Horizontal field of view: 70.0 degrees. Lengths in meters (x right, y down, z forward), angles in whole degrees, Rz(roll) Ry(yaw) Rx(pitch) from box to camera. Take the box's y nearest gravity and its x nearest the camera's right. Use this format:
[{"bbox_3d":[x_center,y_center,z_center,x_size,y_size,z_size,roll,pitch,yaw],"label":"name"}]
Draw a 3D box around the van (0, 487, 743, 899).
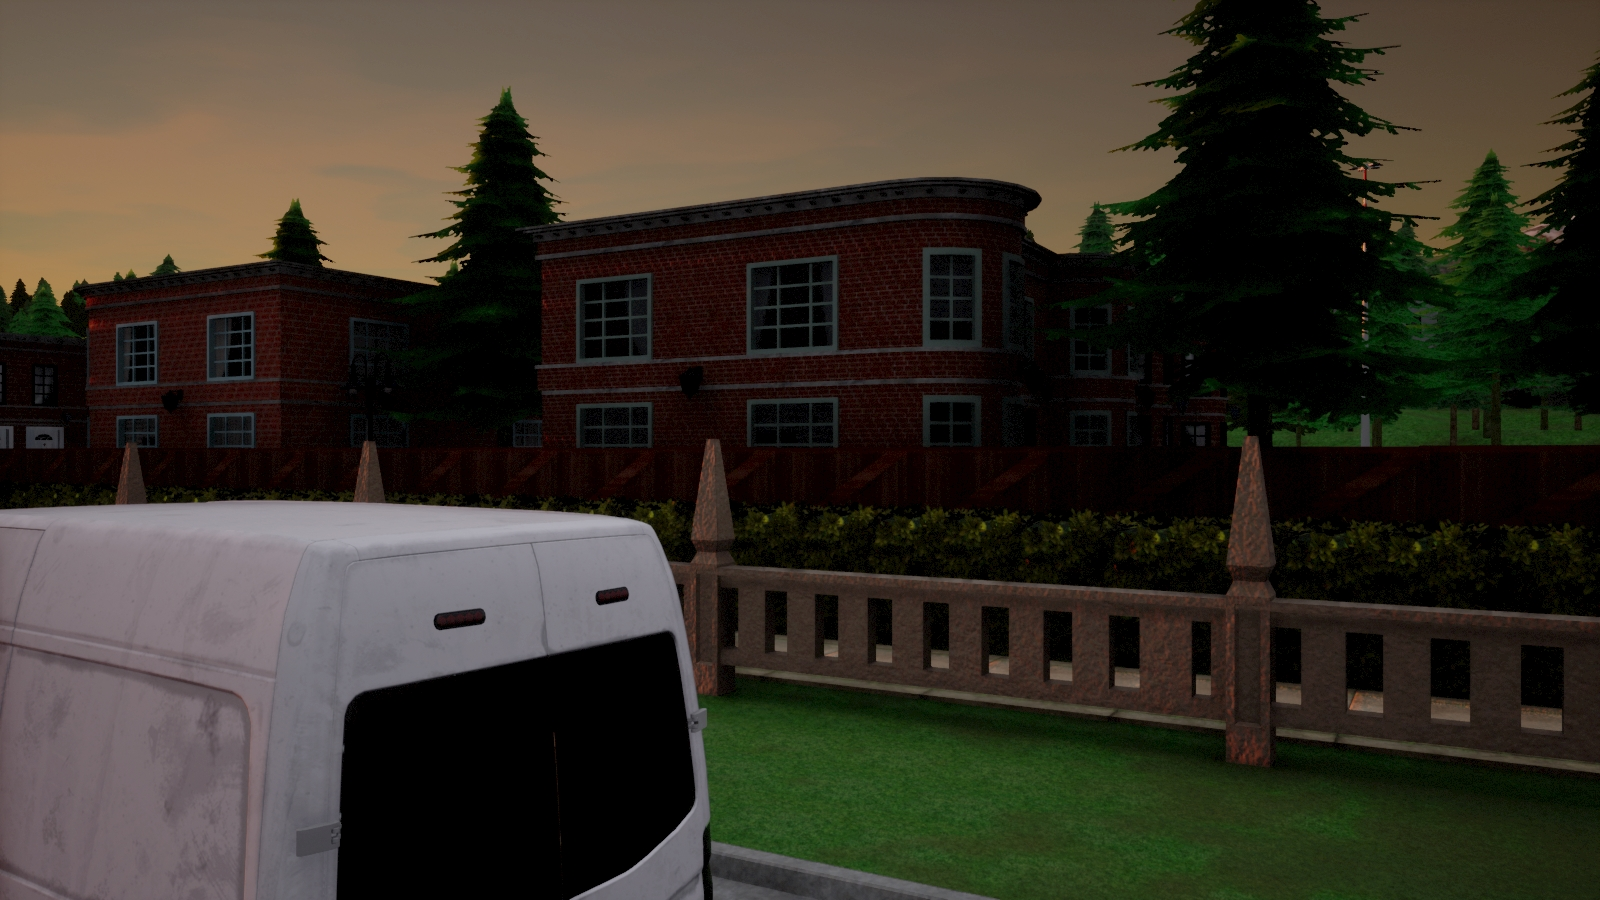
[{"bbox_3d":[-3.240,1.534,5.467,5.915,2.561,1.988,0,0,34],"label":"van"}]
